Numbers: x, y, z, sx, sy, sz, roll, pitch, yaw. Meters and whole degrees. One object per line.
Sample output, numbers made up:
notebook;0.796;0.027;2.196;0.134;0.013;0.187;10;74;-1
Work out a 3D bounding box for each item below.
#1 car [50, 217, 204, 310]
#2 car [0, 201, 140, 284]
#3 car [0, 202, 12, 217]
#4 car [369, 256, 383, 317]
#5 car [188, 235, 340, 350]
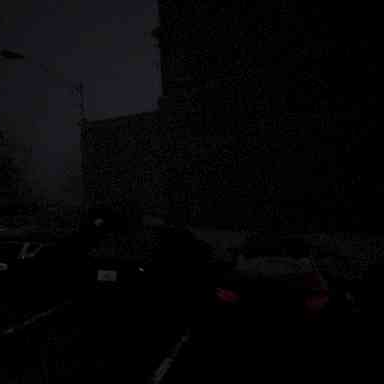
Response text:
car;-0.850;1.548;8.075;2.163;1.488;4.792;0;-1;16
car;-3.287;1.287;9.766;2.435;2.045;5.566;0;-1;16
car;-21.561;1.933;34.495;1.882;1.535;5.008;-4;0;21
car;4.002;1.371;4.537;2.185;1.767;4.553;0;-1;16
car;1.575;1.544;6.300;2.002;1.452;4.674;0;-1;16
